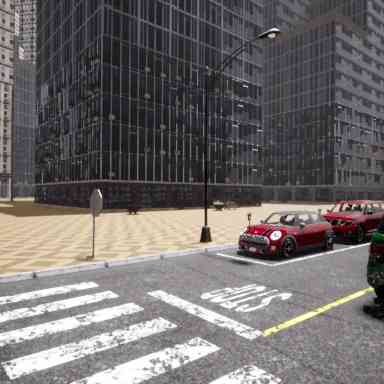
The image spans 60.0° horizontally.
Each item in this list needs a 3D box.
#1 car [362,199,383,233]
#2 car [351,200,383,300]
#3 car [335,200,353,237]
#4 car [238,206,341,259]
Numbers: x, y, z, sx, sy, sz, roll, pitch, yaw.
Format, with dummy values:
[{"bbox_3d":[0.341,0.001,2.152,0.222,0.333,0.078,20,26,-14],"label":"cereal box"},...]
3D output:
[{"bbox_3d":[12.385,1.341,19.849,5.009,1.841,2.192,0,0,-39],"label":"car"},{"bbox_3d":[5.873,1.231,7.199,5.566,2.045,2.150,0,0,-39],"label":"car"},{"bbox_3d":[8.010,1.335,16.278,5.009,1.841,2.192,0,0,-39],"label":"car"},{"bbox_3d":[3.635,1.454,12.708,4.097,1.590,1.967,0,0,-39],"label":"car"}]
